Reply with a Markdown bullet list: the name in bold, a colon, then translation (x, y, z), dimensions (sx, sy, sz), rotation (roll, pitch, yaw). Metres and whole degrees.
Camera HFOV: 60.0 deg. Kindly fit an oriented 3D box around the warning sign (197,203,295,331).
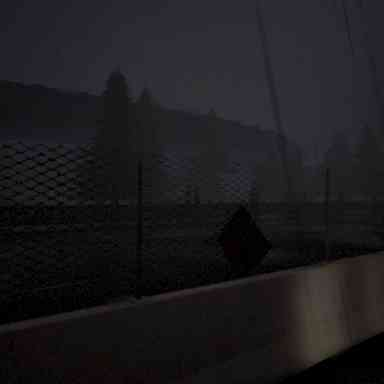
- **warning sign**: translation (0.912, 1.153, 5.811), dimensions (1.060, 1.860, 1.300), rotation (1, 0, -36)
